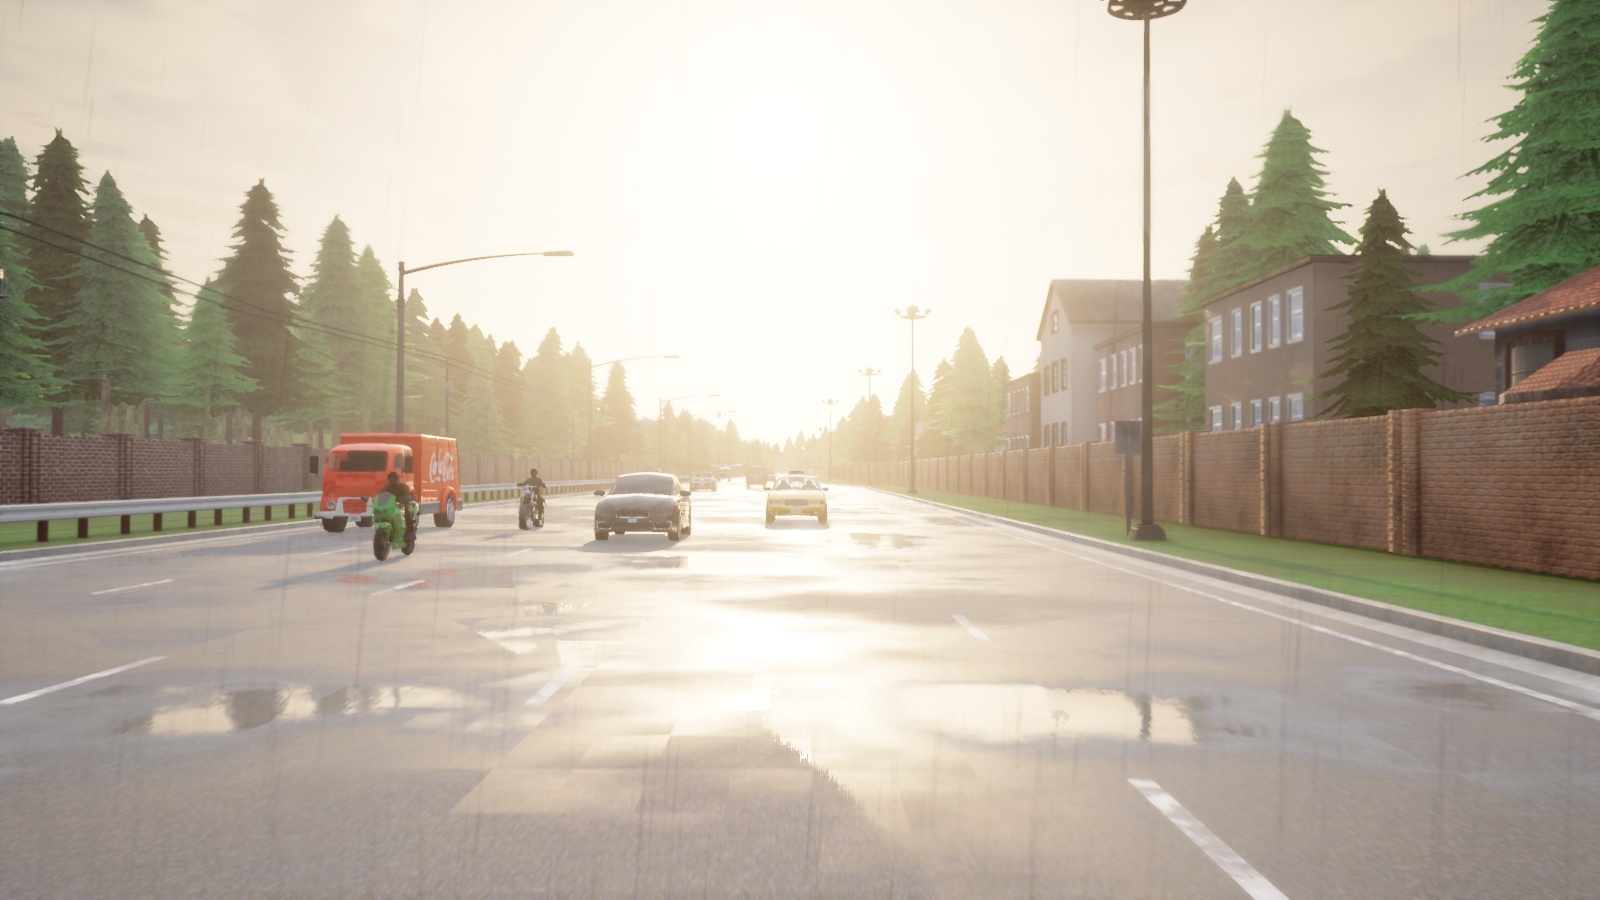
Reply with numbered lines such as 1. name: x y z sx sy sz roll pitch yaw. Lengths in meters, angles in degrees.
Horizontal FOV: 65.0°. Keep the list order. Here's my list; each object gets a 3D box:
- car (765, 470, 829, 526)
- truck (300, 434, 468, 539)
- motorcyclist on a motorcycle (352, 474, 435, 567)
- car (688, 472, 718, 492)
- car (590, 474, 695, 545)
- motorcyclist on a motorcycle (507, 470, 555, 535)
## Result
1. car: -0.095 1.392 38.146 1.801 1.575 5.366 0 -1 0
2. truck: -10.582 0.914 32.453 2.627 2.467 5.204 0 -1 0
3. motorcyclist on a motorcycle: -7.055 1.192 21.912 0.797 1.523 2.044 0 -1 0
4. car: -7.233 2.387 94.285 1.970 1.475 3.806 0 -1 0
5. car: -3.573 1.323 29.212 1.837 1.490 4.892 0 -1 0
6. motorcyclist on a motorcycle: -7.083 1.349 33.212 0.766 1.649 2.350 0 -1 0
